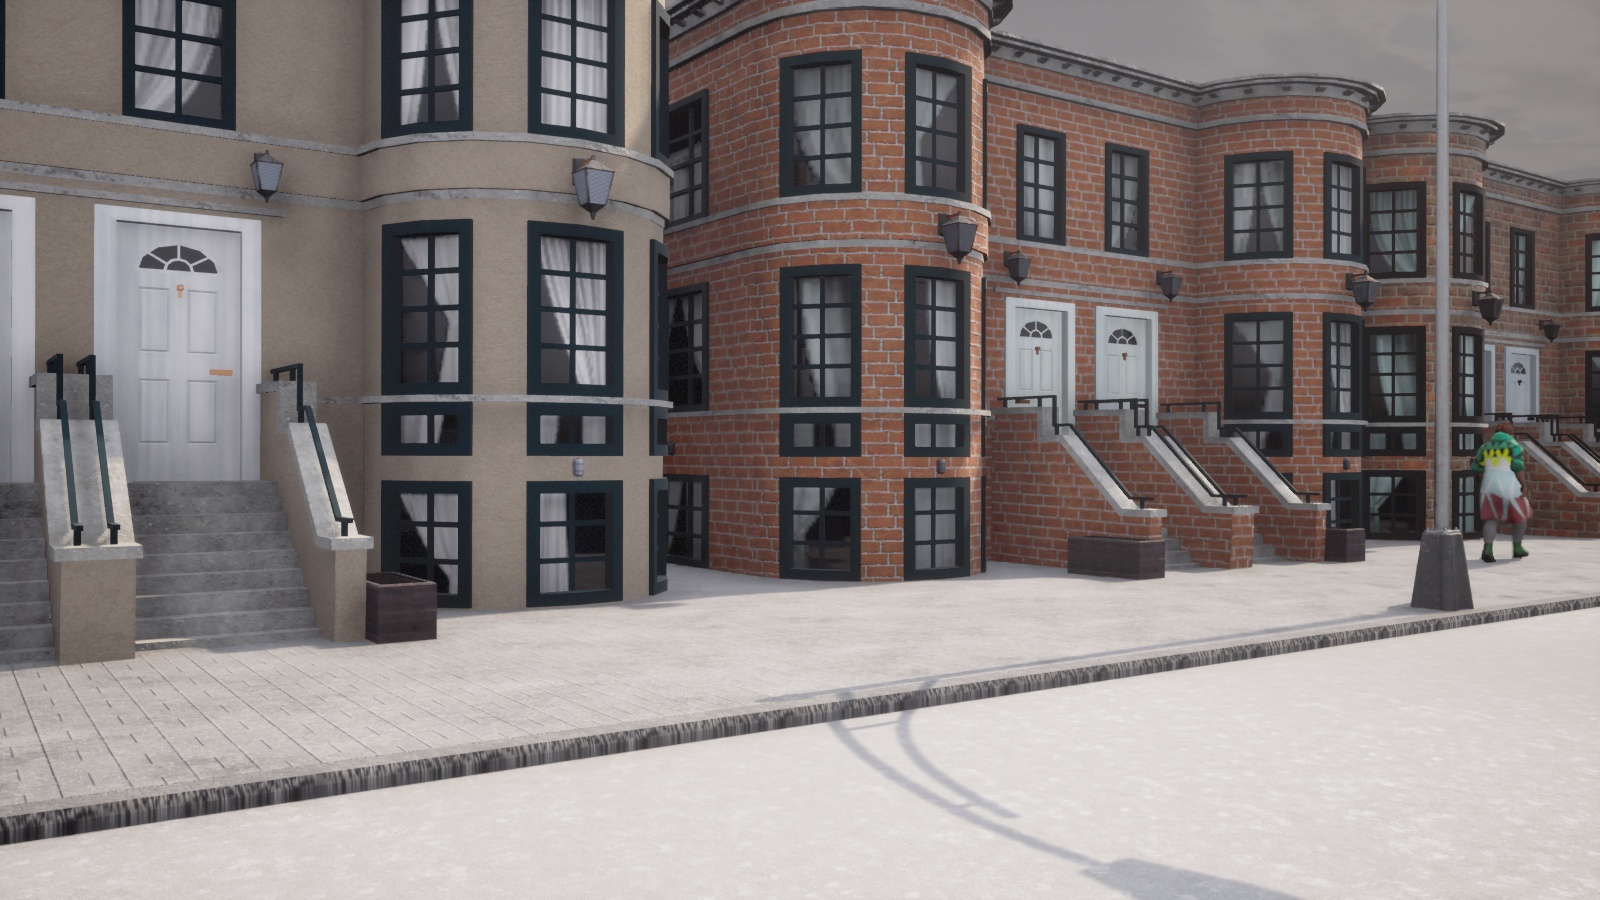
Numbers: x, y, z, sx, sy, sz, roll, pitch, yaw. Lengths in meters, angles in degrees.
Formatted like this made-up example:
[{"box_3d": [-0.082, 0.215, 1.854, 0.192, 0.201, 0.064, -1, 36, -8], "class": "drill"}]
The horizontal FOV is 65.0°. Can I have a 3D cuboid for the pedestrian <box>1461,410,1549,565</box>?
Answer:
[{"box_3d": [9.188, 0.475, 16.360, 0.873, 1.952, 0.659, 0, 0, -33], "class": "pedestrian"}]
